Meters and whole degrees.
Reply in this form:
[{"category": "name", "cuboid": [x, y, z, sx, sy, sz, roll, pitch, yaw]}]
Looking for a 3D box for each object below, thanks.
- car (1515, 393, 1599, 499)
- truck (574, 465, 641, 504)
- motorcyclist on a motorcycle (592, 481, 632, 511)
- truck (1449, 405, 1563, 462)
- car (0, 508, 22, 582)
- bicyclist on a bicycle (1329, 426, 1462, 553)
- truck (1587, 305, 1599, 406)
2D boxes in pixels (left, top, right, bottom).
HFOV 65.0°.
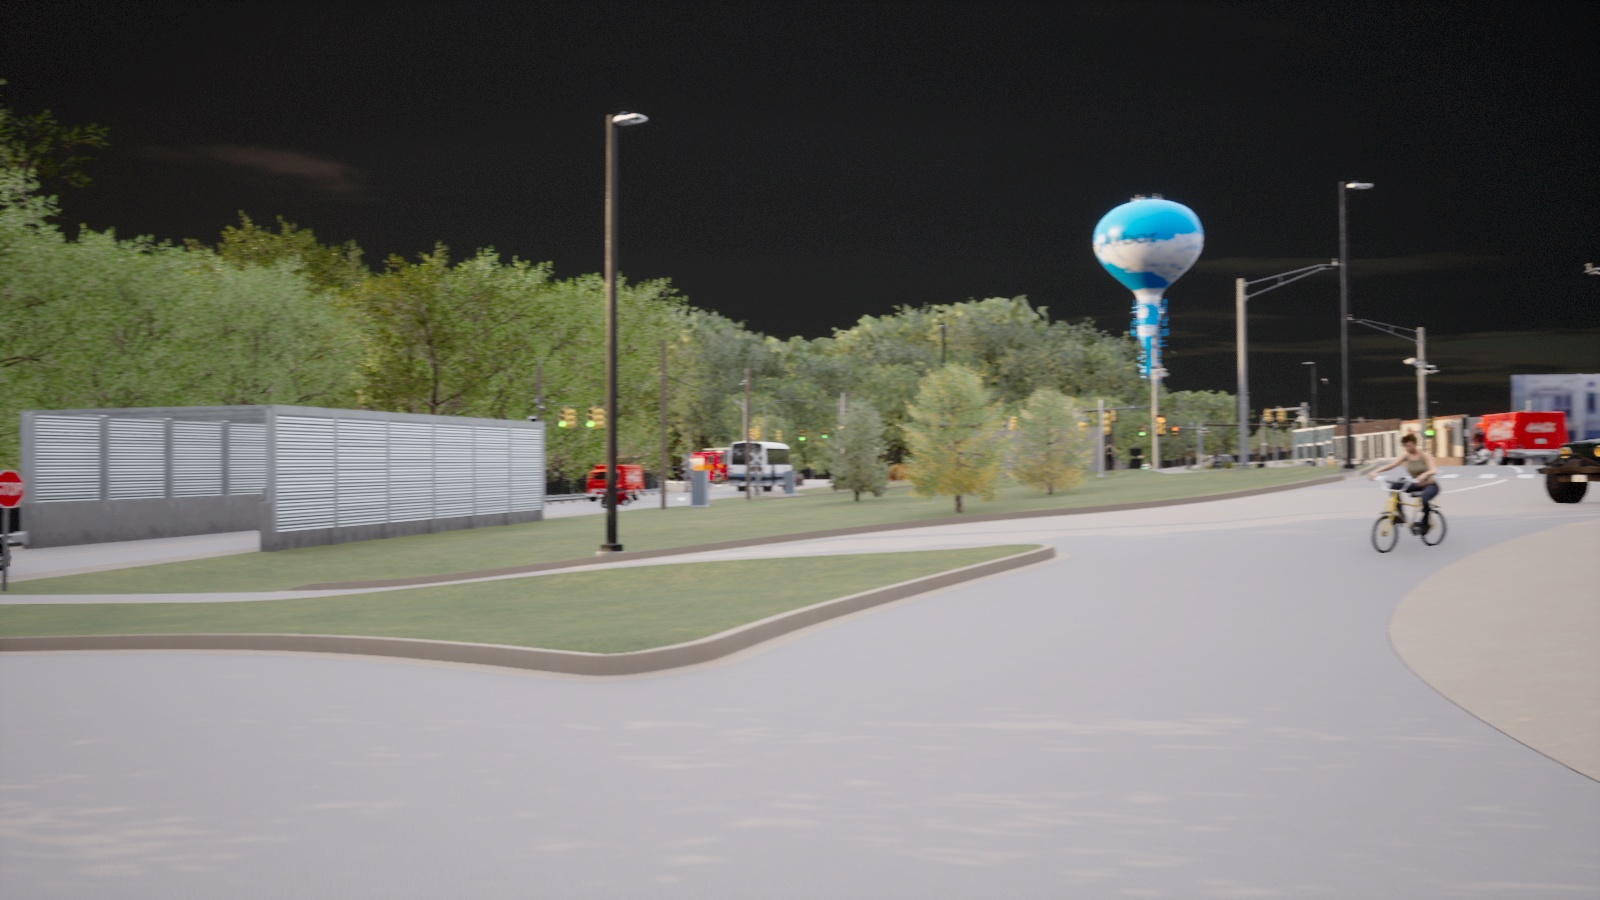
[{"category": "car", "cuboid": [15.914, -0.104, 23.660, 3.866, 1.878, 1.905, -2, -2, -11]}, {"category": "truck", "cuboid": [-12.910, 2.317, 84.647, 2.627, 2.467, 5.204, -1, -1, 13]}, {"category": "motorcyclist on a motorcycle", "cuboid": [-10.780, 2.627, 72.022, 2.044, 1.523, 0.797, -4, 2, -40]}, {"category": "truck", "cuboid": [33.058, -0.716, 58.993, 2.627, 2.467, 5.204, -1, -1, 4]}, {"category": "car", "cuboid": [-20.634, 2.314, 29.020, 2.097, 1.767, 4.553, -1, -1, 7]}, {"category": "bicyclist on a bicycle", "cuboid": [8.314, 0.520, 17.540, 1.509, 1.612, 0.866, -5, 3, -26]}, {"category": "truck", "cuboid": [6.977, 0.029, 6.622, 2.627, 2.467, 5.204, -7, 0, 8]}]
